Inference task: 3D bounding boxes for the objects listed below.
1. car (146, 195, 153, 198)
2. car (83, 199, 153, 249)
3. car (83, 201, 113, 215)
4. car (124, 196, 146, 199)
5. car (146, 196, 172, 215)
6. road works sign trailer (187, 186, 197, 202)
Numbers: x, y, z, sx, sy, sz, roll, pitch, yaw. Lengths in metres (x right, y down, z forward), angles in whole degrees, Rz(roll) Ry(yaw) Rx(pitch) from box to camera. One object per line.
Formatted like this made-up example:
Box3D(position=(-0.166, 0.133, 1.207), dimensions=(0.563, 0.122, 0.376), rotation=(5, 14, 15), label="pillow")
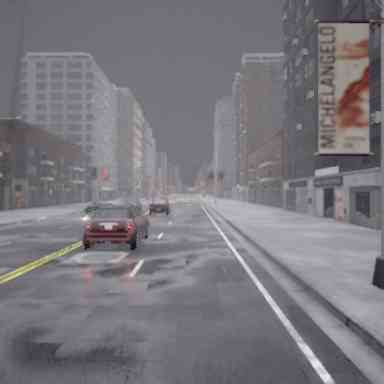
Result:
Box3D(position=(-9.760, 1.408, 77.322), dimensions=(1.895, 1.301, 4.718), rotation=(0, 0, 0), label="car")
Box3D(position=(-3.153, 1.356, 14.698), dimensions=(2.097, 1.767, 4.553), rotation=(0, 0, 0), label="car")
Box3D(position=(-9.848, 1.611, 35.175), dimensions=(1.895, 1.301, 4.718), rotation=(0, 0, 0), label="car")
Box3D(position=(-6.597, 1.363, 35.422), dimensions=(2.097, 1.767, 4.553), rotation=(0, 0, 0), label="car")
Box3D(position=(-3.143, 1.488, 33.760), dimensions=(1.882, 1.535, 5.008), rotation=(0, 0, 0), label="car")
Box3D(position=(-0.010, 0.492, 76.806), dimensions=(2.380, 3.560, 2.880), rotation=(0, 0, 0), label="road works sign trailer")
